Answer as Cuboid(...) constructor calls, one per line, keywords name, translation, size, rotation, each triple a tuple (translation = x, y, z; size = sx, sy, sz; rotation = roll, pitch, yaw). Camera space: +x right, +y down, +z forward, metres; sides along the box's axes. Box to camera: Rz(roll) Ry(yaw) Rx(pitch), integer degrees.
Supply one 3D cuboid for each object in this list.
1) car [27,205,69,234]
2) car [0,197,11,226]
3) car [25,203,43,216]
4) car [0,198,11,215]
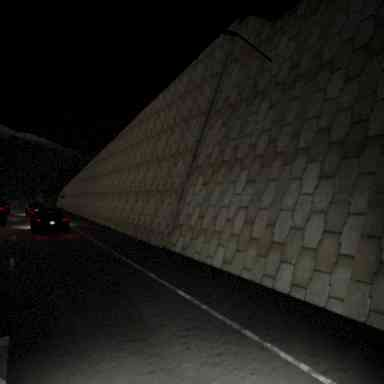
Cuboid(name="car", translation=(-8.756, 1.715, 20.387), size=(1.994, 1.385, 4.181), rotation=(0, -1, -28))
Cuboid(name="car", translation=(-14.854, 1.394, 24.512), size=(2.150, 2.045, 5.566), rotation=(0, 0, -27))
Cuboid(name="car", translation=(-16.065, 1.816, 34.408), size=(1.994, 1.385, 4.181), rotation=(0, 0, -28))
Cuboid(name="car", translation=(-21.530, 1.614, 37.321), size=(2.097, 1.767, 4.553), rotation=(0, -1, -28))
